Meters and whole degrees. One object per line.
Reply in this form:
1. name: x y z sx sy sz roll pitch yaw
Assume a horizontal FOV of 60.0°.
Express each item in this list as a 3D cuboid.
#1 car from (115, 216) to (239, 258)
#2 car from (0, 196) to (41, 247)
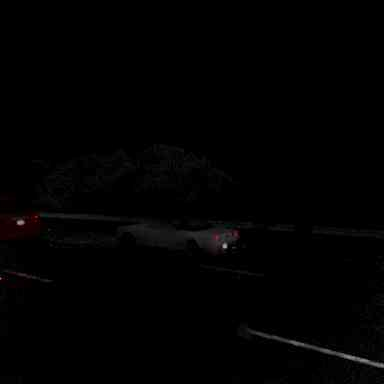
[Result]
1. car: -0.708 1.580 12.761 4.718 1.301 1.895 0 0 33
2. car: -8.549 1.201 13.509 5.566 2.045 2.150 0 0 31
